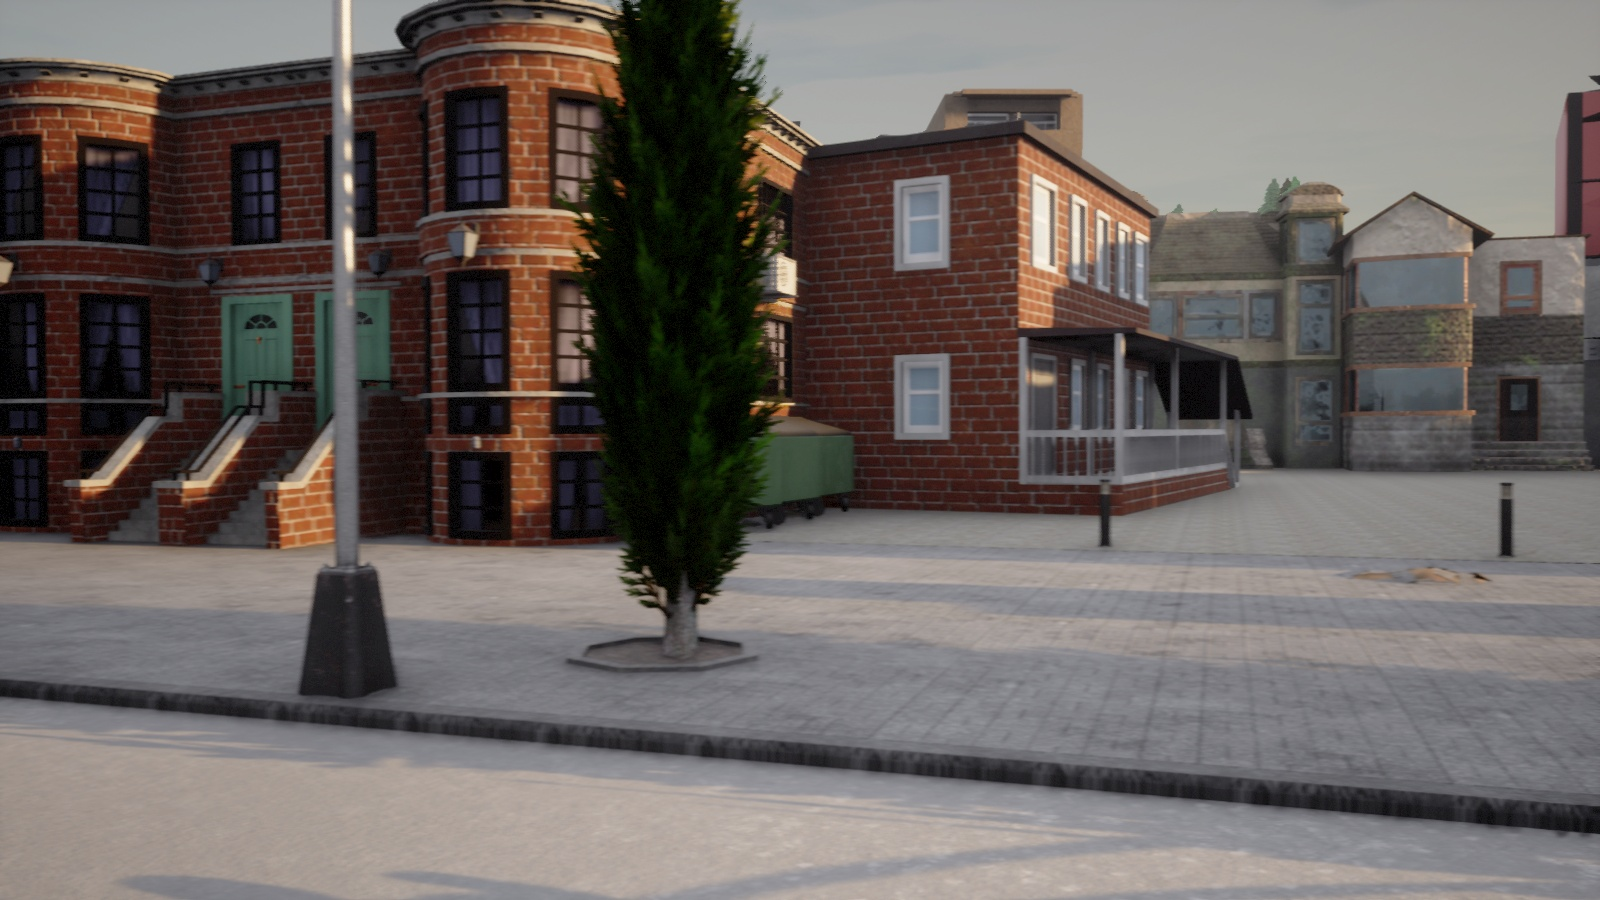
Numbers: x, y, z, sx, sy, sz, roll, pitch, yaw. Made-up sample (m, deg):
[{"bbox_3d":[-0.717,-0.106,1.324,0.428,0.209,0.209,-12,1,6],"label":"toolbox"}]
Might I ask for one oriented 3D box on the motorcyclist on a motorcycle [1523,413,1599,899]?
[{"bbox_3d":[2.984,0.745,2.715,2.350,1.649,0.766,0,1,19],"label":"motorcyclist on a motorcycle"}]
